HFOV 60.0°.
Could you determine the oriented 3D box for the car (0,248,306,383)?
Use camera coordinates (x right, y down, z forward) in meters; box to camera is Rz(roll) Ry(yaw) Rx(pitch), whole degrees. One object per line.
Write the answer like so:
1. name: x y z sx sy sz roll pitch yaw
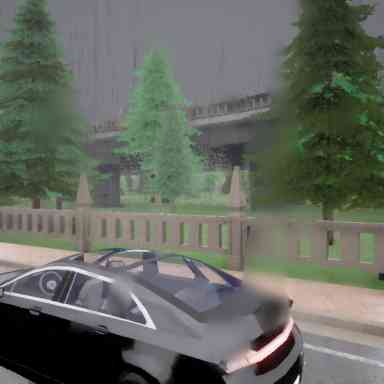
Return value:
1. car: -1.148 1.492 4.221 4.902 1.511 2.128 0 0 33
